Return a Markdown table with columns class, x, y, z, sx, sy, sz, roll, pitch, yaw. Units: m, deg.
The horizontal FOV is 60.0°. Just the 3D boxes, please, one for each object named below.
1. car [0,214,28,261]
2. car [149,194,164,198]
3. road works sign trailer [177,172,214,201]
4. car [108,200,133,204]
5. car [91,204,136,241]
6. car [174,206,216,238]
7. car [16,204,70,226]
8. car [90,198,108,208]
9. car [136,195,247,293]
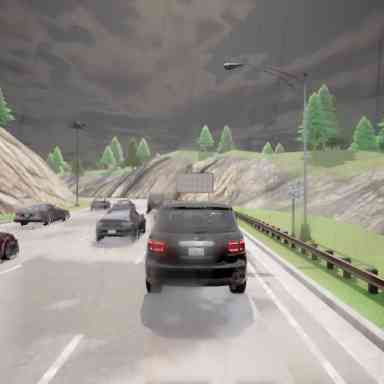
| class | x | y | z | sx | sy | sz | roll | pitch | yaw |
| --- | --- | --- | --- | --- | --- | --- | --- | --- | --- |
| car | -6.906 | 1.564 | 9.683 | 1.994 | 1.385 | 4.181 | 0 | 0 | 0 |
| car | -3.875 | 1.221 | 37.491 | 2.150 | 2.045 | 5.566 | 0 | 0 | -4 |
| road works sign trailer | 0.200 | 0.464 | 21.679 | 2.380 | 3.560 | 2.880 | 0 | 0 | 0 |
| car | -7.247 | 1.547 | 35.648 | 2.033 | 1.411 | 5.357 | 0 | 0 | -4 |
| car | -3.417 | 1.525 | 16.472 | 1.812 | 1.442 | 4.674 | 0 | 0 | 0 |
| car | 0.124 | 1.558 | 18.182 | 1.994 | 1.385 | 4.181 | 0 | 0 | -1 |
| car | -10.412 | 1.547 | 23.505 | 2.033 | 1.411 | 5.357 | 0 | 0 | 0 |
| car | -11.292 | 1.491 | 41.180 | 2.128 | 1.511 | 4.902 | 0 | 0 | -6 |
| car | 0.092 | 1.221 | 8.967 | 2.150 | 2.045 | 5.566 | 0 | 0 | 0 |
